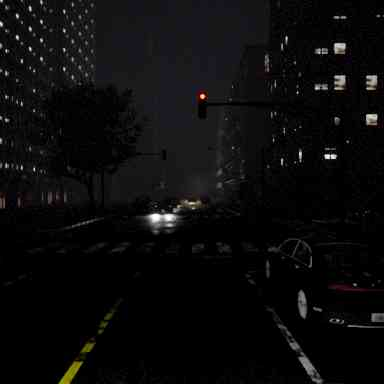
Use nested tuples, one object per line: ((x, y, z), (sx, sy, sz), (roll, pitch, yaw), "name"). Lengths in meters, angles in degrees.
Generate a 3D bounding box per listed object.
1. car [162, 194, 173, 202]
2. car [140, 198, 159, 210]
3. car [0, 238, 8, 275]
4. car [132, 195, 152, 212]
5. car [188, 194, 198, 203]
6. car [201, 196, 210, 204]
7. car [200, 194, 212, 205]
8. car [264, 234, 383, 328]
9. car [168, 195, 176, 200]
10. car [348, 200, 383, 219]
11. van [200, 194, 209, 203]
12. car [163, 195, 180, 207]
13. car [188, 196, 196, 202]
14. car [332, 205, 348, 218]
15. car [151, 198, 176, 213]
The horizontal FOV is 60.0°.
((-5.700, 1.373, 77.959), (2.192, 1.841, 5.009), (0, 0, 0), "car")
((-5.697, 1.585, 44.822), (1.947, 1.339, 4.313), (0, 0, 0), "car")
((-5.692, 1.544, 6.911), (1.887, 1.381, 4.507), (0, 0, 0), "car")
((-5.696, 1.330, 39.299), (2.192, 1.841, 5.009), (0, 0, 0), "car")
((0.091, 1.645, 68.903), (1.895, 1.301, 4.718), (0, 0, 0), "car")
((2.682, 1.567, 67.084), (1.752, 1.417, 4.829), (0, 0, 0), "car")
((2.683, 1.600, 61.391), (1.947, 1.339, 4.313), (0, 0, 0), "car")
((2.688, 1.550, 6.912), (2.008, 1.369, 4.403), (0, 0, 0), "car")
((-5.702, 1.639, 94.528), (2.008, 1.369, 4.403), (0, 0, 0), "car")
((14.194, 1.291, 23.747), (4.892, 1.490, 1.837), (0, 0, -1), "car")
((2.681, 1.390, 72.438), (1.690, 1.788, 3.998), (0, 0, 0), "van")
((-3.102, 1.547, 47.478), (1.812, 1.442, 4.674), (0, 0, 0), "car")
((-0.008, 1.655, 78.905), (1.895, 1.301, 4.718), (0, 0, 0), "car")
((13.423, 1.346, 26.319), (4.403, 1.369, 2.008), (-1, 1, -1), "car")
((-3.093, 1.614, 37.150), (1.895, 1.301, 4.718), (0, 0, -1), "car")
